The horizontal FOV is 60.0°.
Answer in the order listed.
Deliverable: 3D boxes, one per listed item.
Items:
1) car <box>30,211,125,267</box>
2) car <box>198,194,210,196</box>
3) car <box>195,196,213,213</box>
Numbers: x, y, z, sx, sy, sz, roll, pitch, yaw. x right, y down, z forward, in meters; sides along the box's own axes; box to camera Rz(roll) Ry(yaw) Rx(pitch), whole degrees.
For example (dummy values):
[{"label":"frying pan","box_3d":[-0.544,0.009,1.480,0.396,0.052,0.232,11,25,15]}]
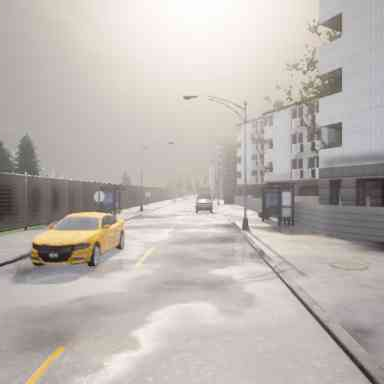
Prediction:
[{"label":"car","box_3d":[-3.733,1.486,11.721,1.882,1.535,5.008,0,0,2]},{"label":"car","box_3d":[1.753,1.256,48.473,2.150,2.045,5.566,0,0,2]},{"label":"car","box_3d":[1.366,1.518,37.463,2.128,1.511,4.902,0,0,2]}]
